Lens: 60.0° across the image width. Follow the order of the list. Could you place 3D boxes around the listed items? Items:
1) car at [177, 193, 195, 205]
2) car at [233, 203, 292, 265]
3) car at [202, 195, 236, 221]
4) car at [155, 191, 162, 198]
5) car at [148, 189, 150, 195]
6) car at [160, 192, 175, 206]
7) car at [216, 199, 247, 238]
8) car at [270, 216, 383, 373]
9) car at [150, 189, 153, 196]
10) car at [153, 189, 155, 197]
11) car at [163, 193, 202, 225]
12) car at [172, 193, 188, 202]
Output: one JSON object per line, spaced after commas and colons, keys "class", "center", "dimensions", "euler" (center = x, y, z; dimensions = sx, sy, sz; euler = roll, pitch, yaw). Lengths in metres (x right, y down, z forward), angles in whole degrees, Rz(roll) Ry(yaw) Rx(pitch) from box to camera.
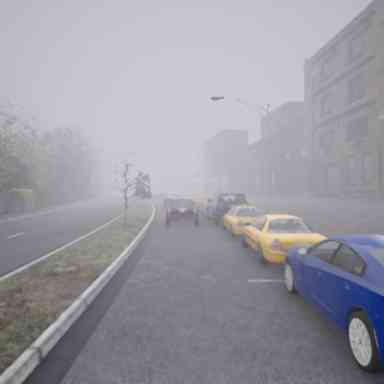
{"class": "car", "center": [-0.923, 0.983, 49.999], "dimensions": [1.946, 1.575, 5.366], "euler": [0, 1, -9]}
{"class": "car", "center": [2.884, 1.396, 11.348], "dimensions": [1.946, 1.575, 5.366], "euler": [0, 0, -1]}
{"class": "car", "center": [1.905, 1.248, 27.840], "dimensions": [2.231, 1.521, 4.892], "euler": [0, 1, -4]}
{"class": "car", "center": [-6.625, 0.621, 77.028], "dimensions": [2.231, 1.521, 4.892], "euler": [0, 1, -13]}
{"class": "car", "center": [-10.388, 0.407, 93.239], "dimensions": [2.002, 1.452, 4.674], "euler": [0, 1, -13]}
{"class": "car", "center": [-2.646, 1.079, 41.129], "dimensions": [1.882, 1.535, 5.008], "euler": [0, 1, -8]}
{"class": "car", "center": [2.651, 1.350, 16.908], "dimensions": [1.946, 1.575, 5.366], "euler": [0, 0, -2]}
{"class": "car", "center": [3.021, 1.442, 5.597], "dimensions": [2.097, 1.535, 5.008], "euler": [0, 0, 0]}
{"class": "car", "center": [-9.142, 0.483, 87.866], "dimensions": [2.163, 1.488, 4.792], "euler": [0, 1, -13]}
{"class": "car", "center": [-7.880, 0.578, 82.435], "dimensions": [2.002, 1.452, 4.674], "euler": [0, 1, -13]}
{"class": "car", "center": [-0.734, 1.165, 22.651], "dimensions": [2.097, 1.767, 4.553], "euler": [0, 0, -4]}
{"class": "car", "center": [-2.154, 0.929, 56.932], "dimensions": [2.163, 1.488, 4.792], "euler": [0, 1, -10]}
